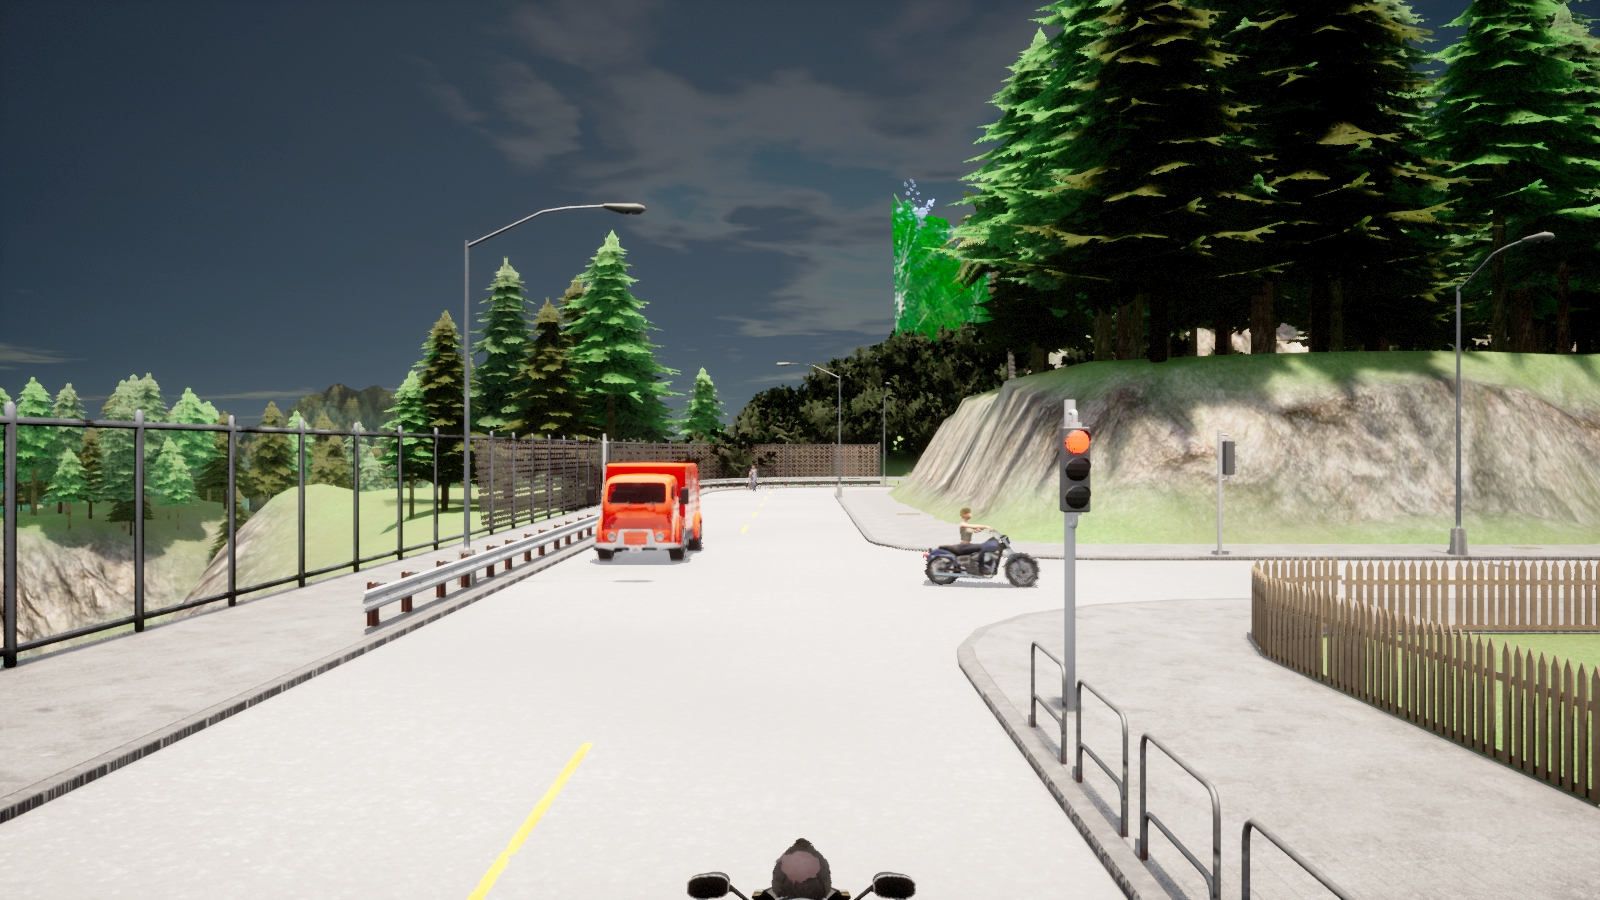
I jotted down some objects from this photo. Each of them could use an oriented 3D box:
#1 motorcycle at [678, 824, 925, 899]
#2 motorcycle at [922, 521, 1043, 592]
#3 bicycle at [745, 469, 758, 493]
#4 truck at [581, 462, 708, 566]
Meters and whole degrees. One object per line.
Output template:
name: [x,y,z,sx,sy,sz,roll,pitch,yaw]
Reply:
motorcycle: [0.004,2.205,3.723,0.867,1.251,2.209,0,0,0]
motorcycle: [3.729,2.155,23.363,2.356,1.307,0.764,0,0,18]
bicycle: [-3.205,2.058,75.975,0.373,1.496,1.643,3,1,14]
truck: [-3.970,1.567,30.180,2.627,2.467,5.204,0,0,0]
